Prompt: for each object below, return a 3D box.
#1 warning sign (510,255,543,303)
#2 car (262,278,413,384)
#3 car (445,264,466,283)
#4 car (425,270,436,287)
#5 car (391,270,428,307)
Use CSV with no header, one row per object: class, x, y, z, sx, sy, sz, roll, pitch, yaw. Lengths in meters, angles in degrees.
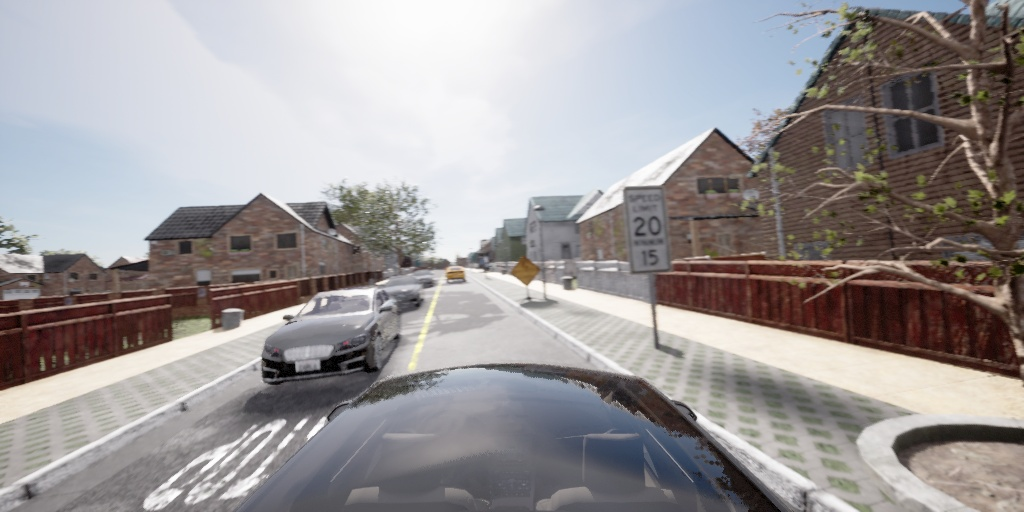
warning sign,0.681,0.876,14.395,1.300,1.860,1.060,0,0,-10
car,-3.668,1.504,8.067,2.128,1.511,4.902,-4,0,-10
car,-5.754,1.797,36.569,1.882,1.535,5.008,-4,0,-10
car,-7.756,1.941,31.125,1.812,1.442,4.674,-4,0,-10
car,-5.403,1.704,17.835,1.812,1.442,4.674,-4,0,-10
